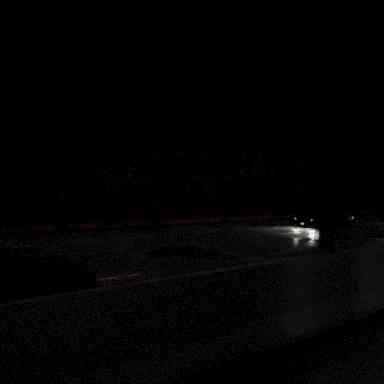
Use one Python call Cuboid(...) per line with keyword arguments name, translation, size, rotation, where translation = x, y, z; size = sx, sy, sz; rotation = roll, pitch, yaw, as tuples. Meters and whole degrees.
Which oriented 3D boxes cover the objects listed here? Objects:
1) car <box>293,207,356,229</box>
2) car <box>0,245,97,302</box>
Cuboid(name="car", translation=(9.513, 1.745, 23.680), size=(5.357, 1.411, 2.033), rotation=(1, 0, -36))
Cuboid(name="car", translation=(-4.133, 1.597, 5.344), size=(4.718, 1.301, 1.895), rotation=(1, 0, -36))
